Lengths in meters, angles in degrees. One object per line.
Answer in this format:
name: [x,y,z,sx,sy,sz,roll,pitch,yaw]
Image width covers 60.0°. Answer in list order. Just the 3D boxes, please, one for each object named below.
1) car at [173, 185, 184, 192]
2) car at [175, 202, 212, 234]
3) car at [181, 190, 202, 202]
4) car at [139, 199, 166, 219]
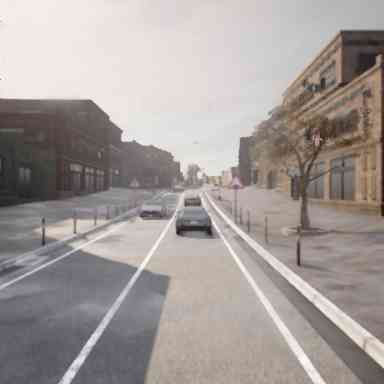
car: [-2.782,-0.760,67.731,1.812,1.442,4.674,0,2,3]
car: [0.098,1.497,19.039,1.994,1.385,4.181,0,1,0]
car: [0.096,0.909,36.608,2.128,1.511,4.902,0,3,0]
car: [-3.104,1.302,27.278,2.033,1.411,5.357,0,2,0]
